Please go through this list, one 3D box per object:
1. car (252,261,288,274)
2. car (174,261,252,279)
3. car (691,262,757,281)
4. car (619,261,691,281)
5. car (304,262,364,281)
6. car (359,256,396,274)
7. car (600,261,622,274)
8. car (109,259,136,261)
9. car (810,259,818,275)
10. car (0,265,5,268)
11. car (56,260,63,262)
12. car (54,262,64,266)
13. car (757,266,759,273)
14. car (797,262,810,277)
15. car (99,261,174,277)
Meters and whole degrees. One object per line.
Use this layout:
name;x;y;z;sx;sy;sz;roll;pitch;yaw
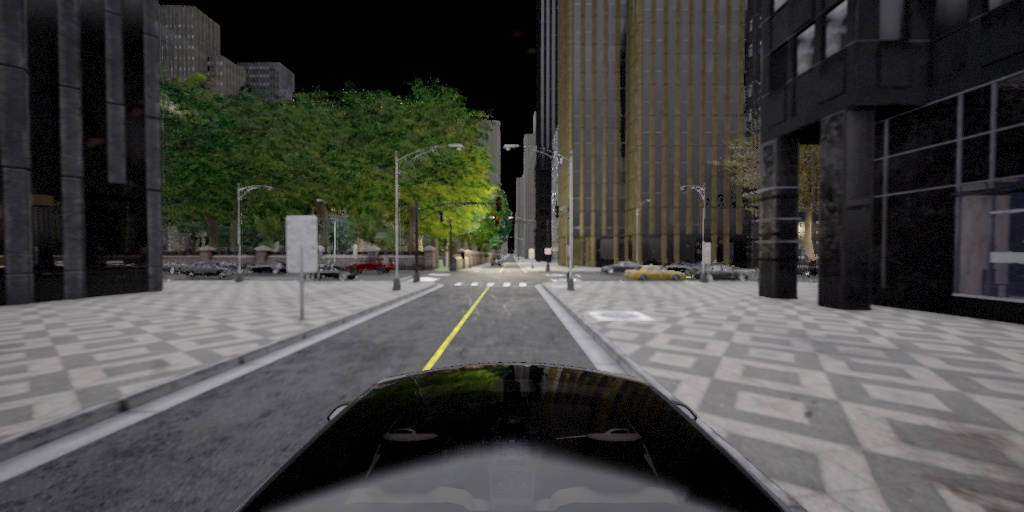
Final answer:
car;-25.941;1.205;38.346;4.313;1.339;1.948;0;0;0
car;-27.071;1.248;32.575;4.902;1.511;2.128;0;1;0
car;17.110;1.386;29.586;4.403;1.370;2.007;0;0;0
car;11.768;1.354;29.615;4.829;1.417;1.751;0;0;0
car;-15.066;1.371;29.762;4.313;1.339;1.948;0;0;0
car;-15.029;0.956;38.286;5.009;1.841;2.192;0;0;0
car;11.635;1.216;38.139;4.403;1.370;2.007;0;0;0
car;-42.310;1.076;38.436;4.097;1.591;1.967;0;0;0
car;28.135;1.165;29.526;5.009;1.841;2.192;0;0;0
car;-42.351;1.382;29.912;4.207;1.307;1.802;0;0;0
car;-47.767;1.076;38.466;4.097;1.591;1.967;0;0;0
car;-36.894;1.383;29.882;4.207;1.307;1.802;0;0;0
car;28.174;1.269;38.049;4.207;1.307;1.802;0;0;0
car;30.029;1.218;35.353;5.008;1.535;1.882;0;1;0
car;-31.437;1.352;29.852;4.403;1.370;2.007;0;0;0
